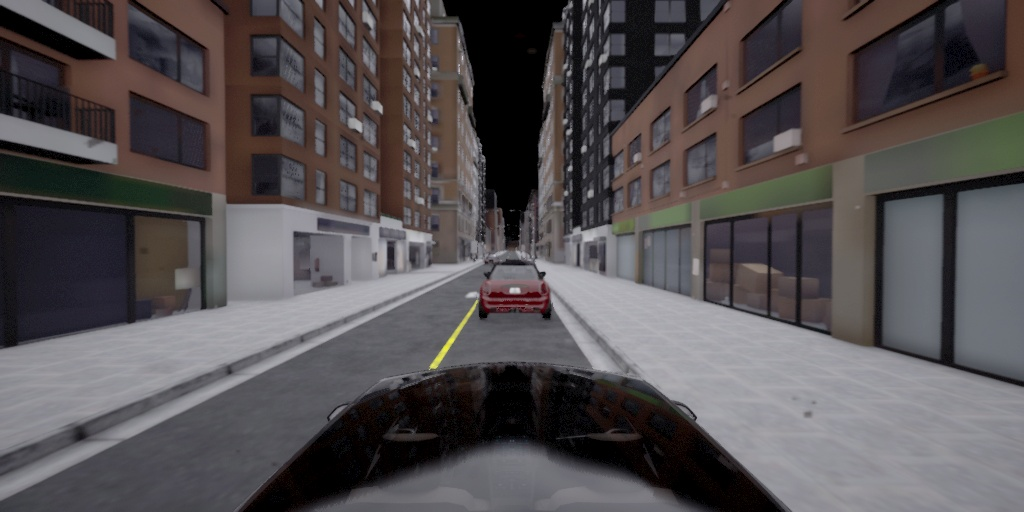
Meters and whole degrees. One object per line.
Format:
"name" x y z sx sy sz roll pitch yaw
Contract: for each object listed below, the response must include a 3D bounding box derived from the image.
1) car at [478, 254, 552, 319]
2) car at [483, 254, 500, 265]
"car" 0.096 0.913 11.958 2.097 1.767 4.553 0 1 0
"car" -2.644 0.460 47.781 1.994 1.385 4.181 0 1 0
